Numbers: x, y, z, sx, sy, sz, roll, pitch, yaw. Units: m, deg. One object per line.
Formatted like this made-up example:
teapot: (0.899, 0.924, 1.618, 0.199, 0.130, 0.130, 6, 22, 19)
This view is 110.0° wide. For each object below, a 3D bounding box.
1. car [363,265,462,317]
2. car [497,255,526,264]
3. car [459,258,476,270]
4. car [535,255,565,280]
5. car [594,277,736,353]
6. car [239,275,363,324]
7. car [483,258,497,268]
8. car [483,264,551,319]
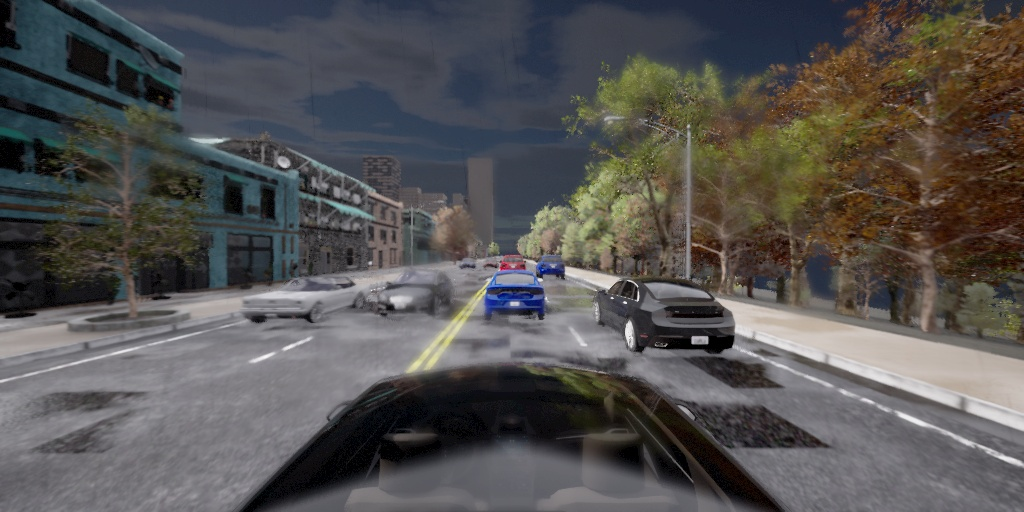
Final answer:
car: (-3.355, 1.239, 13.244, 2.128, 1.511, 4.902, 0, 0, 0)
car: (0.089, 0.963, 31.694, 2.150, 2.045, 5.566, 0, 0, 0)
car: (-6.588, 1.088, 53.668, 2.097, 1.767, 4.553, 0, 0, 0)
car: (3.339, 0.963, 31.756, 2.150, 2.045, 5.566, 0, 0, 0)
car: (3.347, 1.253, 8.809, 1.837, 1.490, 4.892, 0, 0, 0)
car: (-6.605, 1.348, 12.065, 1.895, 1.301, 4.718, 0, 0, 0)
car: (-3.334, 1.087, 55.292, 2.097, 1.767, 4.553, 0, 0, 0)
car: (0.095, 1.225, 12.794, 1.882, 1.535, 5.008, 0, 0, 0)
